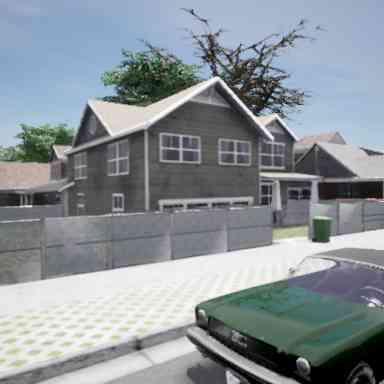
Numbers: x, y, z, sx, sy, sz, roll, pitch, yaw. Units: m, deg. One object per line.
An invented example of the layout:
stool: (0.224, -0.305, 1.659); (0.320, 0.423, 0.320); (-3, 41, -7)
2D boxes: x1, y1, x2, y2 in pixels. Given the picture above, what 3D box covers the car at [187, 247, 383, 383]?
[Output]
car: (2.281, 1.567, 4.685); (4.718, 1.301, 1.895); (-1, 0, -35)
